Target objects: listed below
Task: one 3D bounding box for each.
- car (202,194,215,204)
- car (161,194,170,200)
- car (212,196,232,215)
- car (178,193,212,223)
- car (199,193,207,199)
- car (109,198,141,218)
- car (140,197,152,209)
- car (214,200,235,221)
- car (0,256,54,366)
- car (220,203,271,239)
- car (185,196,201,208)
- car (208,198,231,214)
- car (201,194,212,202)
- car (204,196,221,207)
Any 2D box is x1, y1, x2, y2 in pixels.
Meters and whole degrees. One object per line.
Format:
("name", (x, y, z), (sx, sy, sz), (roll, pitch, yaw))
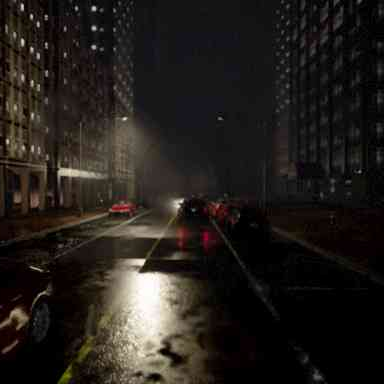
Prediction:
("car", (2.684, 1.150, 55.915), (1.887, 1.381, 4.507), (-1, 0, 0))
("car", (-5.696, 1.033, 72.833), (2.008, 1.369, 4.403), (-1, 0, 0))
("car", (2.682, 1.246, 27.701), (1.967, 1.590, 4.097), (-1, 0, 0))
("car", (0.101, 1.187, 23.610), (2.097, 1.767, 4.553), (0, 0, 0))
("car", (2.685, 0.944, 84.129), (1.887, 1.381, 4.507), (-1, 0, 0))
("car", (-5.697, 1.388, 27.704), (1.802, 1.307, 4.206), (-1, 0, 0))
("car", (-5.697, 1.292, 38.986), (1.947, 1.339, 4.313), (-1, 0, 0))
("car", (2.683, 1.427, 22.060), (1.802, 1.307, 4.206), (-1, 0, 0))
("car", (-3.075, 1.501, 3.512), (1.812, 1.442, 4.674), (0, 0, 0))
("car", (2.684, 1.451, 16.417), (1.947, 1.339, 4.313), (-1, 0, 0))
("car", (0.103, 1.240, 43.667), (2.033, 1.411, 5.357), (0, 0, 0))
("car", (2.684, 1.332, 33.345), (1.947, 1.339, 4.313), (-1, 0, 0))
("car", (2.684, 1.088, 61.728), (1.752, 1.417, 4.829), (-1, 0, 0))
("car", (2.684, 1.252, 44.631), (1.947, 1.339, 4.313), (-1, 0, 0))
